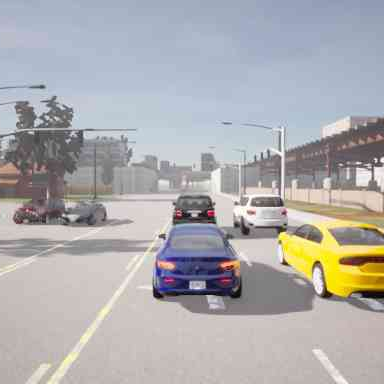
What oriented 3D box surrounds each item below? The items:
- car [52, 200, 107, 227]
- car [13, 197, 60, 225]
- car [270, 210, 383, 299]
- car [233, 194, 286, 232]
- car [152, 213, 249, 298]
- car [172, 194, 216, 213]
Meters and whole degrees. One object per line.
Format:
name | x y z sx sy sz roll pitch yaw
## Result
car | -7.002 1.368 22.052 2.128 1.511 4.902 0 0 0
car | -10.489 1.227 23.254 2.097 1.767 4.553 0 1 0
car | 3.606 1.452 8.482 1.882 1.535 5.008 0 0 0
car | 3.611 1.130 18.316 2.150 2.045 5.566 0 0 0
car | 0.106 1.501 8.306 1.812 1.442 4.674 0 0 0
car | 0.113 1.130 17.821 2.150 2.045 5.566 0 0 0
